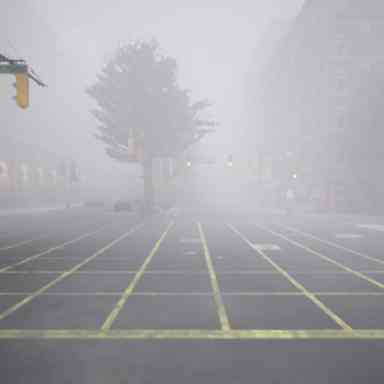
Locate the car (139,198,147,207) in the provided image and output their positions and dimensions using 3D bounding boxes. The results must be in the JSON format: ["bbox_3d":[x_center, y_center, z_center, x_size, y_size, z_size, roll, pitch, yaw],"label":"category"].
[{"bbox_3d":[-8.083,1.579,50.466,1.994,1.385,4.181,0,0,0],"label":"car"}]

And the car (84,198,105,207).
[{"bbox_3d":[-14.751,1.610,50.472,1.895,1.301,4.718,0,0,0],"label":"car"}]

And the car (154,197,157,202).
[{"bbox_3d":[-8.002,1.567,65.348,2.033,1.411,5.357,0,0,0],"label":"car"}]

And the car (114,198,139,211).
[{"bbox_3d":[-8.099,1.490,40.326,1.882,1.535,5.008,0,0,0],"label":"car"}]
